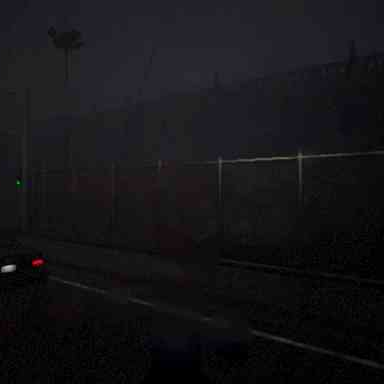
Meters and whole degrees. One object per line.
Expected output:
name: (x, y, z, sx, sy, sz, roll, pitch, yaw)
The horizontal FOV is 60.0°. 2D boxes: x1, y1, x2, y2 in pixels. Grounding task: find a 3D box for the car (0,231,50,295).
car: (-5.583, 1.531, 7.932, 5.357, 1.411, 2.033, 0, 0, 36)
